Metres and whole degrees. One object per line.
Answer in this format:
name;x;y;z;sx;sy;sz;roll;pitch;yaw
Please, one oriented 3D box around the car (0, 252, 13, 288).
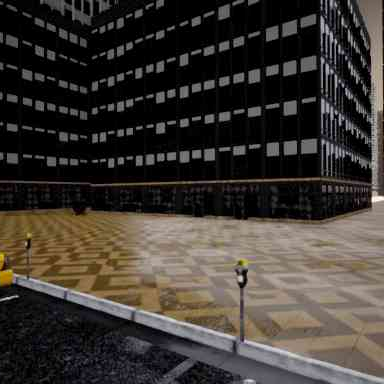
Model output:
car;-6.205;1.457;7.706;5.366;1.575;1.801;0;0;36
